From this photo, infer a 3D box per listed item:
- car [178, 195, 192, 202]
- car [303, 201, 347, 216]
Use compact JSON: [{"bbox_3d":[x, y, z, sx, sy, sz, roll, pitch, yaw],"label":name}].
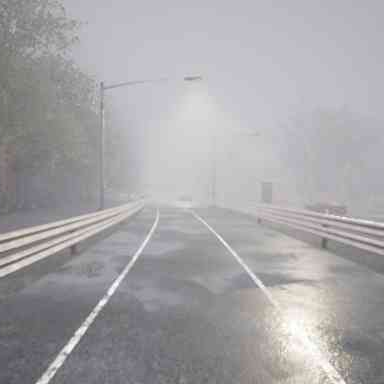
[{"bbox_3d":[-1.608,1.350,73.161,2.097,1.767,4.553,0,0,-22],"label":"car"},{"bbox_3d":[13.738,1.674,34.692,1.882,1.535,5.008,0,0,-22],"label":"car"}]
